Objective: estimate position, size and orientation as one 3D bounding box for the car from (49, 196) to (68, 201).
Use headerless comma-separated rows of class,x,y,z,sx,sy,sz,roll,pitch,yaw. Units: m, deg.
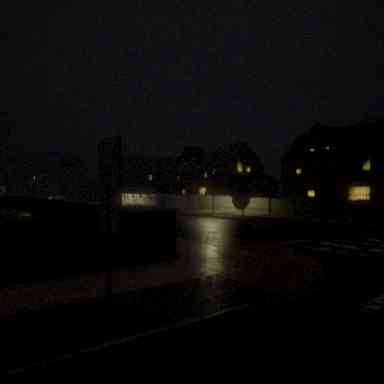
car,-18.280,1.194,45.078,1.895,1.301,4.718,-1,1,-36
